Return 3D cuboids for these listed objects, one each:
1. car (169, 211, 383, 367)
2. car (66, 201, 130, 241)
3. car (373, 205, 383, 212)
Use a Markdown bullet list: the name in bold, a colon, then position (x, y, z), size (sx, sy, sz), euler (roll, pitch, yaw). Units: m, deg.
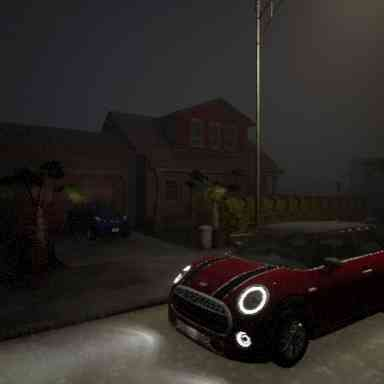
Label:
- **car**: position (1.833, 1.352, 5.901), size (4.553, 1.767, 2.097), euler (0, 0, -35)
- **car**: position (-4.134, 1.174, 14.517), size (1.845, 1.501, 3.633), euler (0, 0, -38)
- **car**: position (15.576, 1.525, 24.122), size (1.812, 1.442, 4.674), euler (0, 0, -32)
